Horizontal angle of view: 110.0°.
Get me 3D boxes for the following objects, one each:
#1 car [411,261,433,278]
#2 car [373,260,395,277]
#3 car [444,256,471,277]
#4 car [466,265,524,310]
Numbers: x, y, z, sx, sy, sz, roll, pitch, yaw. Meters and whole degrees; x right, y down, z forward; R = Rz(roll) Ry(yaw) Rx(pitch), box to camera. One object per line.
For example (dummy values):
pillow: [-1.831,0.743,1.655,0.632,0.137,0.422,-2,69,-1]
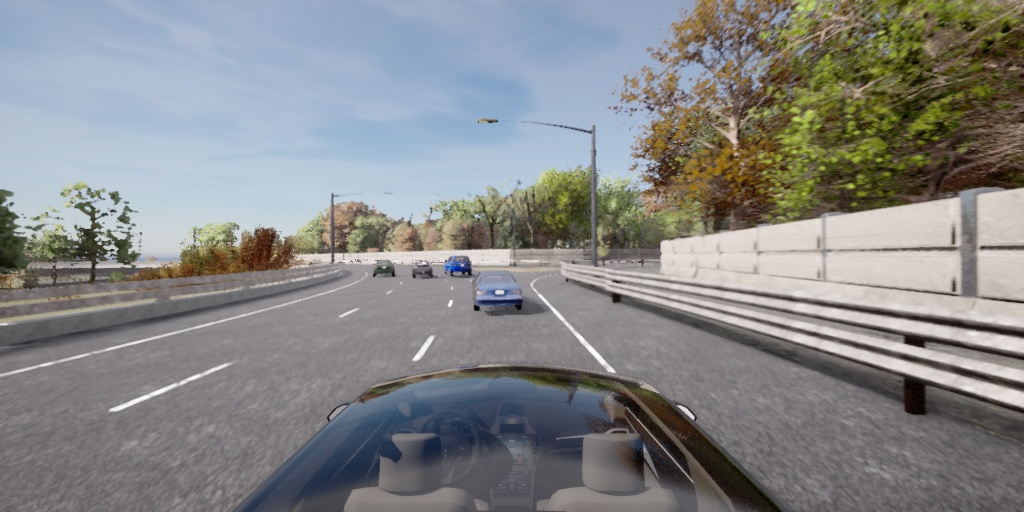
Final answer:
car: [-8.971,1.282,35.506,2.128,1.511,4.902,0,0,-18]
car: [-13.549,1.178,37.975,2.097,1.767,4.553,-1,0,-20]
car: [-5.586,0.983,36.628,2.150,2.045,5.566,0,0,-18]
car: [-0.730,1.291,14.736,2.033,1.411,5.357,0,0,-7]
